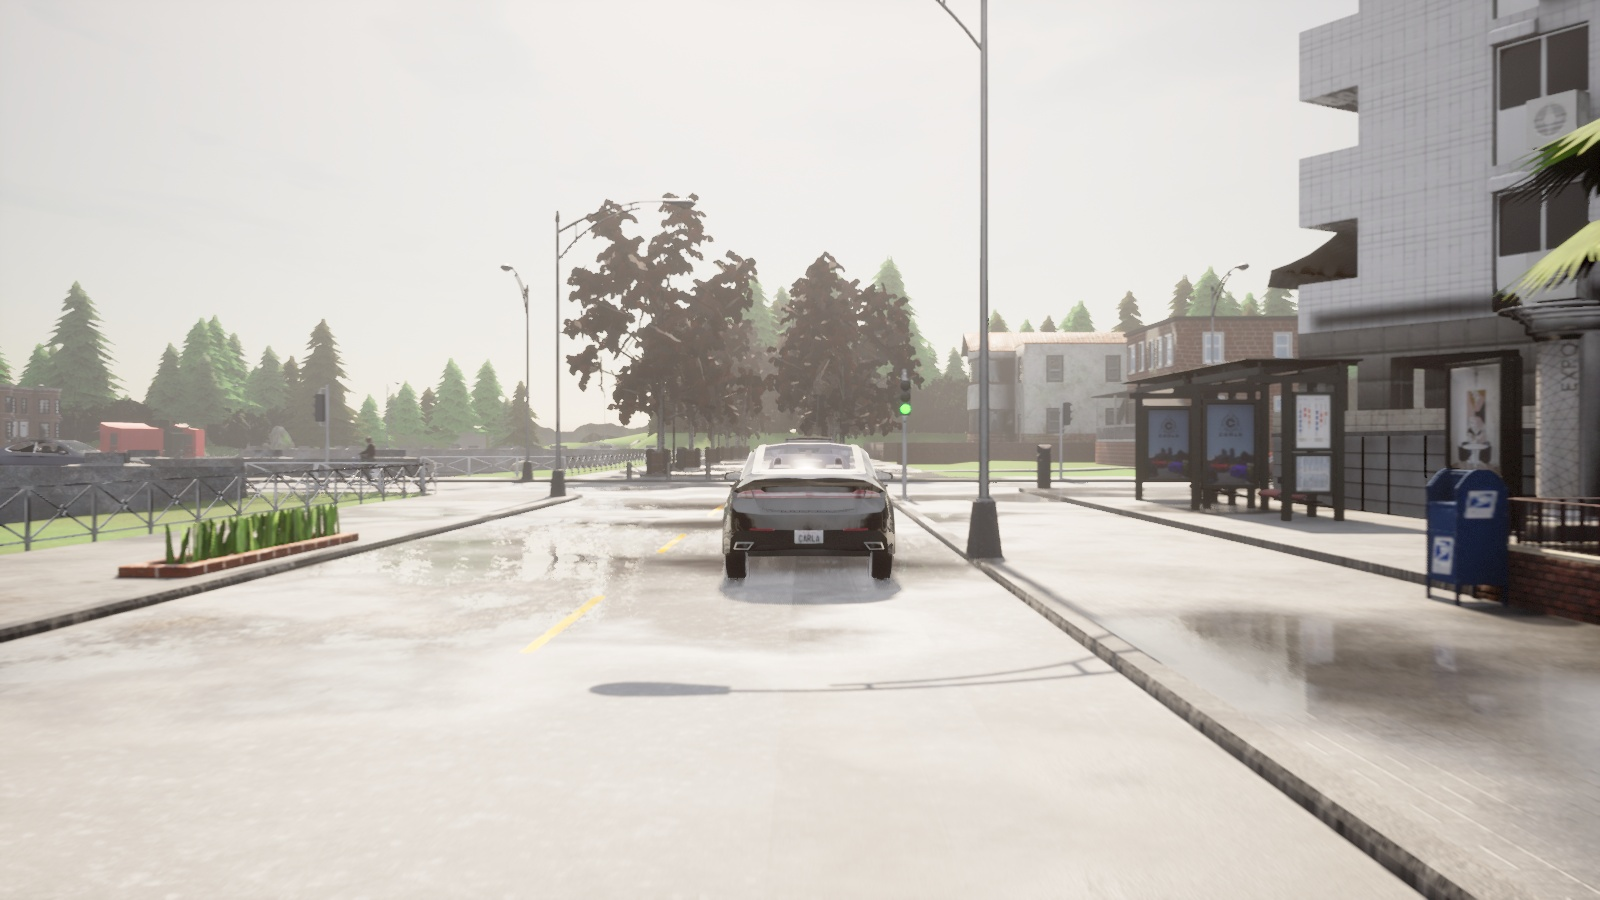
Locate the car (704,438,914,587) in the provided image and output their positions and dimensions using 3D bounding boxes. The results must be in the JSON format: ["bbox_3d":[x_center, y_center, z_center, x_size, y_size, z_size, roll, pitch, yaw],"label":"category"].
[{"bbox_3d":[0.103,0.617,15.149,2.128,1.511,4.902,0,0,0],"label":"car"}]

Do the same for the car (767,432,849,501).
[{"bbox_3d":[0.281,0.412,34.303,2.097,1.767,4.553,0,0,2],"label":"car"}]

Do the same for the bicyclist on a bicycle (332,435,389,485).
[{"bbox_3d":[-15.899,0.348,45.424,1.843,1.776,0.659,0,0,1],"label":"bicyclist on a bicycle"}]

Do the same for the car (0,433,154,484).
[{"bbox_3d":[-24.404,0.272,41.493,5.027,1.651,2.152,0,0,0],"label":"car"}]
